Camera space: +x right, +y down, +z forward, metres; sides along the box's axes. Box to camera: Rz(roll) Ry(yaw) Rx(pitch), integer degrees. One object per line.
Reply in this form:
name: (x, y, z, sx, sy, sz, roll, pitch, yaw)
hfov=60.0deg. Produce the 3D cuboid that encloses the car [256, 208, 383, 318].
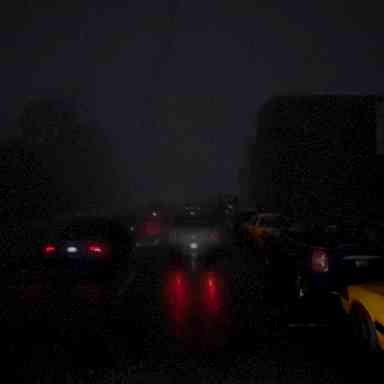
car: (3.221, 1.391, 8.392, 2.185, 1.767, 4.553, 0, 0, 0)

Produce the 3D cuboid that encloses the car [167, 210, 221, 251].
car: (0.076, 1.662, 14.275, 1.895, 1.301, 4.718, 0, 0, 0)

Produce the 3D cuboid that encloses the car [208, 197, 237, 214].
car: (3.202, 1.635, 35.916, 2.231, 1.521, 4.892, 0, 0, 0)

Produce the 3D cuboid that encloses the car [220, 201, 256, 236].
car: (3.268, 1.571, 21.005, 2.231, 1.521, 4.892, 0, 0, 1)

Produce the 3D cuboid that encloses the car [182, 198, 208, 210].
car: (0.068, 1.623, 30.643, 2.128, 1.511, 4.902, 0, 0, 0)

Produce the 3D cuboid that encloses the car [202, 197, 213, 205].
car: (3.180, 1.773, 69.384, 1.946, 1.575, 5.366, 0, 0, 0)

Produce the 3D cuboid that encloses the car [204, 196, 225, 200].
car: (3.198, 1.710, 47.004, 2.163, 1.488, 4.792, 0, 0, 0)

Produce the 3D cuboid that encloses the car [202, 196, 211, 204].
car: (3.186, 1.799, 74.907, 1.946, 1.575, 5.366, 0, 0, 0)

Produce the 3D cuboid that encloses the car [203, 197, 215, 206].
car: (3.184, 1.749, 63.859, 1.946, 1.575, 5.366, 0, 0, 0)

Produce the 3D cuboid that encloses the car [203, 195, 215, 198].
car: (3.185, 1.476, 58.051, 2.435, 2.045, 5.566, 0, 0, 0)

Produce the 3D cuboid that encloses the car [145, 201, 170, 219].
car: (-3.182, 1.637, 30.775, 1.837, 1.490, 4.892, 0, 0, 0)

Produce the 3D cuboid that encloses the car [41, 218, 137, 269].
car: (-3.183, 1.597, 11.367, 2.033, 1.411, 5.357, 0, 0, 0)
